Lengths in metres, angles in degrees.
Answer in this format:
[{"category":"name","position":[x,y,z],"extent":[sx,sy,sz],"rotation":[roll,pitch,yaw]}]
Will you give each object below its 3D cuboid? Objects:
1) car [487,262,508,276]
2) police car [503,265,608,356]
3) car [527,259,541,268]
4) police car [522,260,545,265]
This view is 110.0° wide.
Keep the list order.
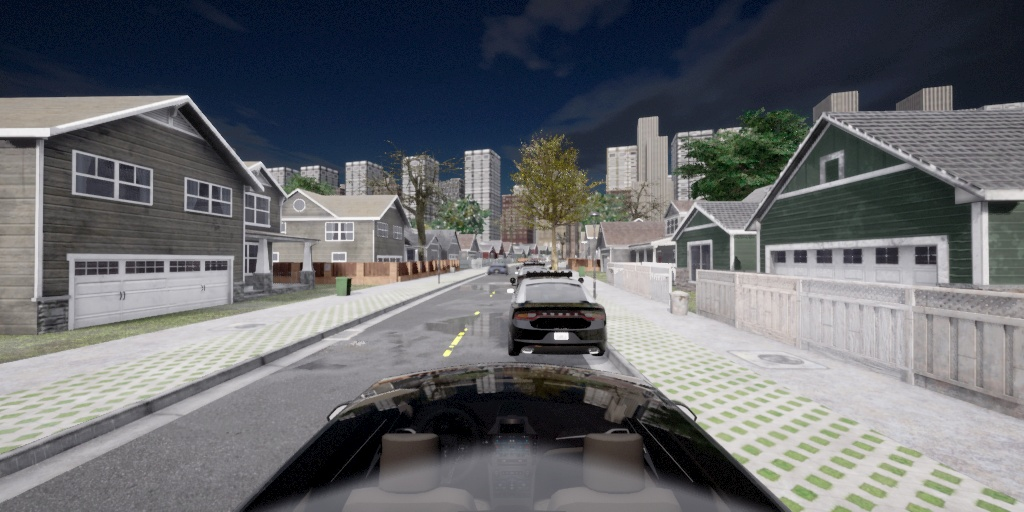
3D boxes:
[{"category":"car","position":[-1.336,1.337,36.853],"extent":[1.994,1.385,4.181],"rotation":[0,0,4]},{"category":"police car","position":[0.894,1.177,8.751],"extent":[1.930,1.638,5.238],"rotation":[0,0,1]},{"category":"car","position":[3.870,1.293,62.515],"extent":[2.128,1.511,4.902],"rotation":[0,0,8]},{"category":"police car","position":[1.172,1.182,18.704],"extent":[1.930,1.638,5.238],"rotation":[0,0,2]}]
